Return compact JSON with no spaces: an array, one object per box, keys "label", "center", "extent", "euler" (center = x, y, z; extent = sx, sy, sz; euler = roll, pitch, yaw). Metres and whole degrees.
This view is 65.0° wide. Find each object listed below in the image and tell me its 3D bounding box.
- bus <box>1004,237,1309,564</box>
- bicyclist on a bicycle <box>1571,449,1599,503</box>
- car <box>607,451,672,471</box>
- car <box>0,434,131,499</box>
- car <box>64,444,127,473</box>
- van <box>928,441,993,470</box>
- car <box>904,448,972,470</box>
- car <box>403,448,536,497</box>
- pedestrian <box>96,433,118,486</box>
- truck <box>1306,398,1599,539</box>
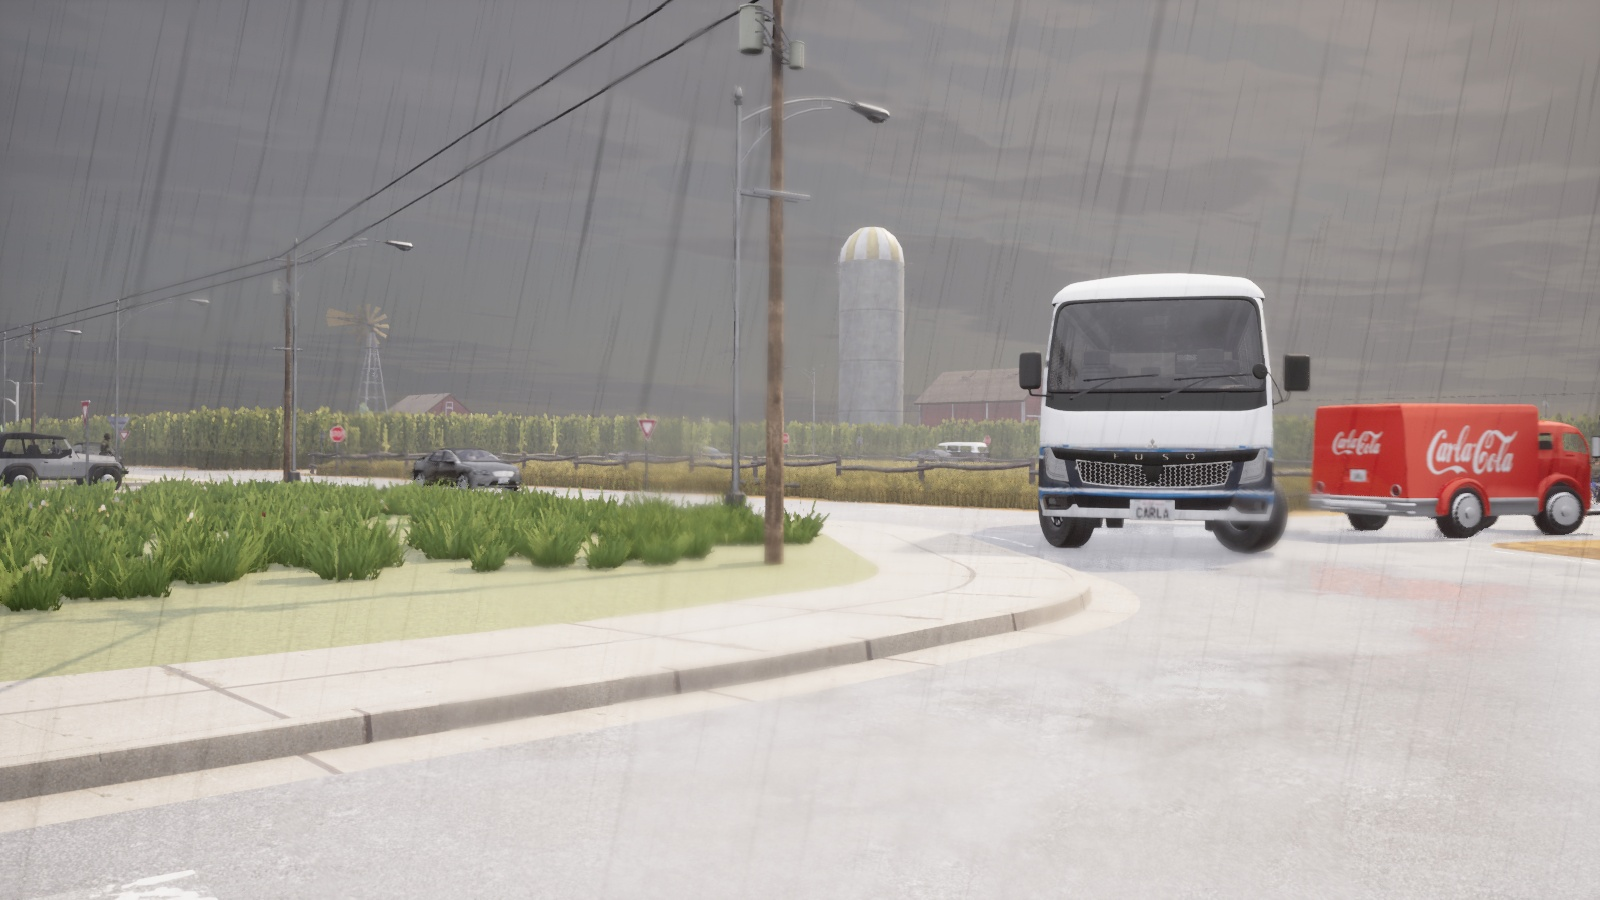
[{"label":"bus","center":[6.261,-0.621,21.791],"extent":[3.944,4.253,10.273],"euler":[0,0,17]},{"label":"bicyclist on a bicycle","center":[24.275,0.783,38.438],"extent":[0.866,1.612,1.509],"euler":[0,0,43]},{"label":"car","center":[-11.376,0.779,88.972],"extent":[4.181,1.385,1.994],"euler":[0,0,-43]},{"label":"car","center":[-22.844,0.485,38.365],"extent":[3.866,1.878,1.905],"euler":[0,0,-44]},{"label":"car","center":[-41.354,0.489,73.671],"extent":[2.242,1.667,4.611],"euler":[0,0,-43]},{"label":"van","center":[11.951,0.380,93.717],"extent":[2.069,2.038,4.480],"euler":[0,1,-42]},{"label":"car","center":[9.987,0.654,91.316],"extent":[1.837,1.490,4.892],"euler":[0,0,-43]},{"label":"car","center":[-10.817,0.686,40.859],"extent":[2.128,1.511,4.902],"euler":[0,0,-43]},{"label":"pedestrian","center":[-25.349,0.339,45.909],"extent":[0.692,1.930,0.395],"euler":[0,0,-30]},{"label":"truck","center":[12.756,0.318,24.120],"extent":[5.204,2.467,2.627],"euler":[0,0,-20]}]
